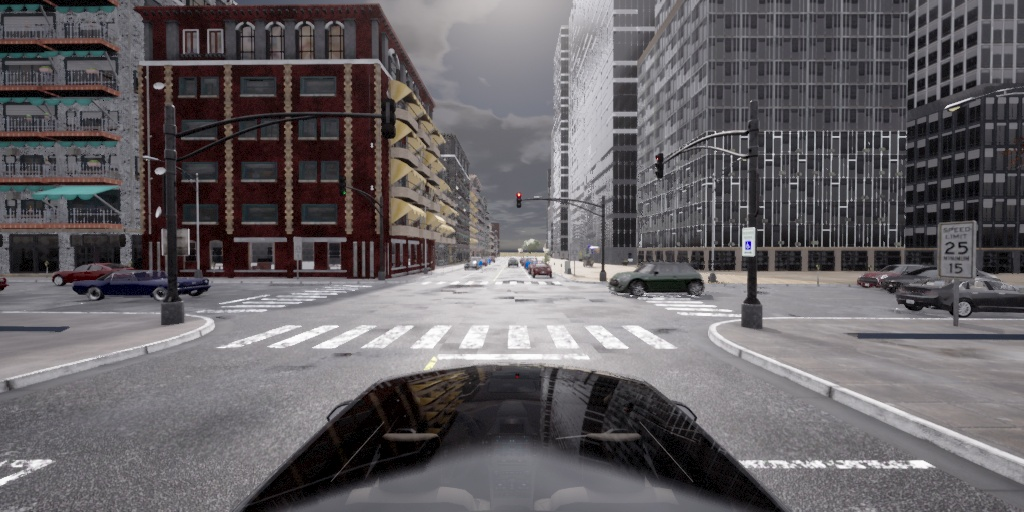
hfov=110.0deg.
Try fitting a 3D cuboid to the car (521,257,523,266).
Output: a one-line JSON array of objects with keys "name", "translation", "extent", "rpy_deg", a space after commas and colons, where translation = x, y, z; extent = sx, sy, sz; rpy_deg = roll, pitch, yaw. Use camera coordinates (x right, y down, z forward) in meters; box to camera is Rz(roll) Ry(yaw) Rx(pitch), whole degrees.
[{"name": "car", "translation": [2.777, 1.238, 55.998], "extent": [1.888, 1.381, 4.507], "rpy_deg": [0, 0, 0]}]

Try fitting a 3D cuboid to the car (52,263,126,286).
[{"name": "car", "translation": [-25.811, 1.109, 22.368], "extent": [4.507, 1.381, 1.888], "rpy_deg": [0, 0, 1]}]

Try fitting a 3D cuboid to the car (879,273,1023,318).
[{"name": "car", "translation": [16.740, 1.445, 13.076], "extent": [4.403, 1.370, 2.007], "rpy_deg": [0, 0, 1]}]

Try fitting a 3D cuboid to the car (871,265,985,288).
[{"name": "car", "translation": [22.446, 1.332, 18.889], "extent": [4.892, 1.490, 1.837], "rpy_deg": [0, 1, 1]}]

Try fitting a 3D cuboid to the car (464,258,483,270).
[{"name": "car", "translation": [-5.584, 1.267, 50.337], "extent": [1.948, 1.339, 4.313], "rpy_deg": [0, 0, 0]}]

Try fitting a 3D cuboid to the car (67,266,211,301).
[{"name": "car", "translation": [-16.643, 1.299, 16.315], "extent": [4.718, 1.301, 1.895], "rpy_deg": [0, 1, 1]}]

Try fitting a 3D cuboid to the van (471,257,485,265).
[{"name": "van", "translation": [-5.572, 1.033, 55.983], "extent": [1.690, 1.789, 3.998], "rpy_deg": [0, 0, 0]}]

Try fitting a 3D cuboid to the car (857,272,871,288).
[{"name": "car", "translation": [23.418, 1.229, 21.609], "extent": [4.097, 1.591, 1.967], "rpy_deg": [0, 0, 1]}]

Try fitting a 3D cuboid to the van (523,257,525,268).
[{"name": "van", "translation": [2.765, 1.042, 50.352], "extent": [1.690, 1.789, 3.998], "rpy_deg": [0, 0, 0]}]

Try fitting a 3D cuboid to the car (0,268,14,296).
[{"name": "car", "translation": [-26.522, 1.254, 16.475], "extent": [4.718, 1.301, 1.895], "rpy_deg": [0, 1, 1]}]

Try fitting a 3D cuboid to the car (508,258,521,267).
[{"name": "car", "translation": [0.238, 1.279, 64.056], "extent": [1.895, 1.301, 4.718], "rpy_deg": [0, 0, 0]}]

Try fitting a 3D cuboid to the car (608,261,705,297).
[{"name": "car", "translation": [7.397, 1.112, 18.612], "extent": [4.553, 1.767, 2.097], "rpy_deg": [0, 1, -6]}]

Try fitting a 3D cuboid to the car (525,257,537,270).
[{"name": "car", "translation": [2.739, 1.157, 39.060], "extent": [1.967, 1.591, 4.097], "rpy_deg": [0, 0, 0]}]

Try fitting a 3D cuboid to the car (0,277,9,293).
[{"name": "car", "translation": [-22.597, 1.259, 13.704], "extent": [4.507, 1.381, 1.888], "rpy_deg": [0, 0, 1]}]

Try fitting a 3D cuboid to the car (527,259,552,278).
[{"name": "car", "translation": [2.727, 1.270, 33.414], "extent": [1.888, 1.381, 4.507], "rpy_deg": [0, 0, 0]}]
